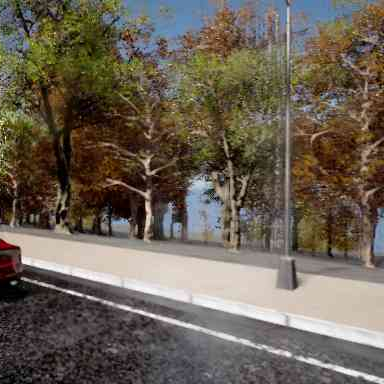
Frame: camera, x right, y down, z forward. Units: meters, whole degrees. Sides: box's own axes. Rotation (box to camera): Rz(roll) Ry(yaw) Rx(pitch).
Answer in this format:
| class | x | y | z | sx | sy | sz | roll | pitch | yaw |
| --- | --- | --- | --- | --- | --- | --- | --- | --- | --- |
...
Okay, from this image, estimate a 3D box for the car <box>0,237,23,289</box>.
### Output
| class | x | y | z | sx | sy | sz | roll | pitch | yaw |
| --- | --- | --- | --- | --- | --- | --- | --- | --- | --- |
| car | -6.071 | 1.502 | 8.001 | 5.008 | 1.535 | 1.882 | 0 | 0 | 35 |
